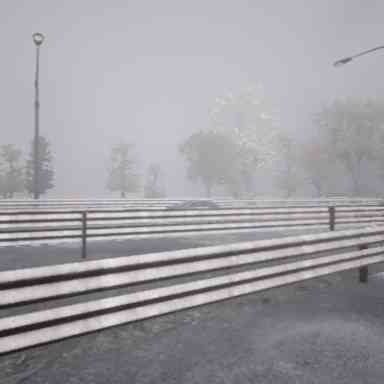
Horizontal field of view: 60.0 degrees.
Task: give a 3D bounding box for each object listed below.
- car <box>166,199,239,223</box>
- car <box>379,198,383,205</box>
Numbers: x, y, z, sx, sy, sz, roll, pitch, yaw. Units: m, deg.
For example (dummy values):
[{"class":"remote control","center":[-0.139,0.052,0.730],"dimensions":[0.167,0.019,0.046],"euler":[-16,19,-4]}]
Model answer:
[{"class":"car","center":[0.691,1.237,20.992],"dimensions":[4.892,1.490,1.837],"euler":[0,0,-25]},{"class":"car","center":[21.397,1.138,34.051],"dimensions":[4.553,1.767,2.097],"euler":[0,0,-23]}]
